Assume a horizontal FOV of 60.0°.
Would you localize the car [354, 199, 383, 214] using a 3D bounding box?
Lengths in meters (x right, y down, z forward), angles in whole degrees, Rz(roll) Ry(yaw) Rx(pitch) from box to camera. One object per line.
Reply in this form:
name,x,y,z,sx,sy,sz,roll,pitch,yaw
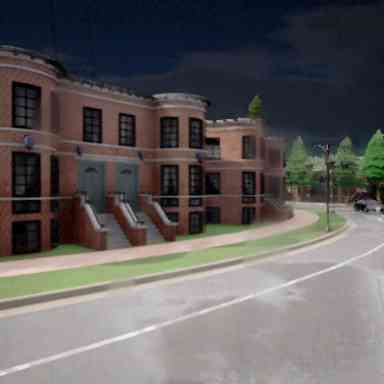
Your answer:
car,19.027,1.554,35.847,2.128,1.511,4.902,0,0,7
